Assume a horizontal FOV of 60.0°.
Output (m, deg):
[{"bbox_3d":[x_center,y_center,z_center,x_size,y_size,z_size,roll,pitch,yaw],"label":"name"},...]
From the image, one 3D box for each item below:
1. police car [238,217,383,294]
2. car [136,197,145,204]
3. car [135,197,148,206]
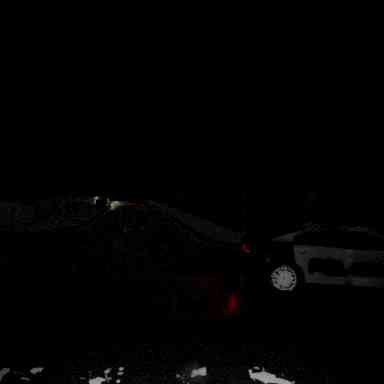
[{"bbox_3d":[3.721,1.434,7.802,5.238,1.638,1.930,0,-1,13],"label":"police car"},{"bbox_3d":[-10.495,1.691,67.532,1.837,1.490,4.892,0,0,-10],"label":"car"},{"bbox_3d":[-8.685,1.597,57.270,1.882,1.535,5.008,0,0,-10],"label":"car"}]
